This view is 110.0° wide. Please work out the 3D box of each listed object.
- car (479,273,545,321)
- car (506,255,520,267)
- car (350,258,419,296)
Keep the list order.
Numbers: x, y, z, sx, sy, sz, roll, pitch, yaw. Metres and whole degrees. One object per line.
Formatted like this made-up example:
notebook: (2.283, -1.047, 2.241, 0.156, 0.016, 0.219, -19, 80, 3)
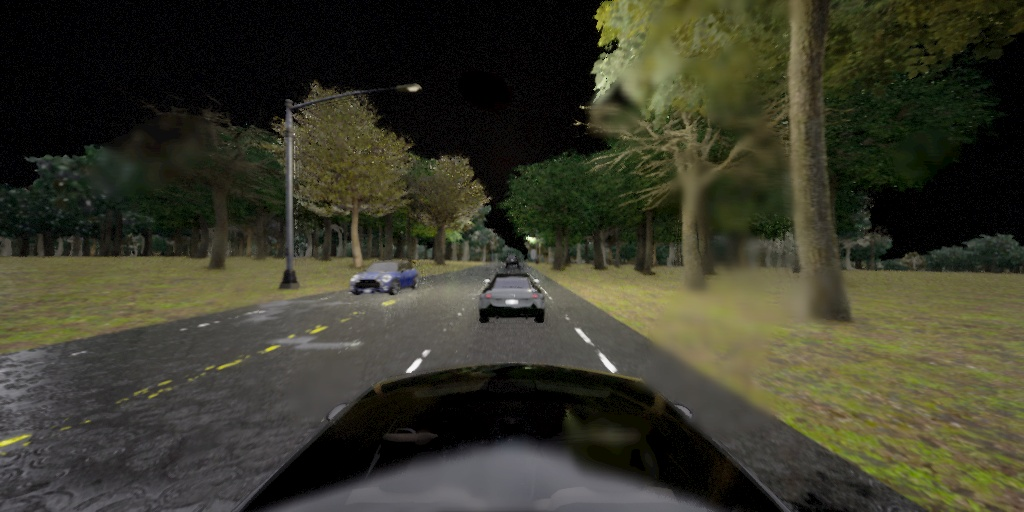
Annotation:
car: (0.000, 1.266, 12.149, 1.994, 1.385, 4.181, 0, 0, 0)
car: (0.094, 0.807, 59.986, 2.150, 2.045, 5.566, 0, 0, 0)
car: (-6.506, 1.028, 18.762, 2.097, 1.767, 4.553, 0, 0, 5)
